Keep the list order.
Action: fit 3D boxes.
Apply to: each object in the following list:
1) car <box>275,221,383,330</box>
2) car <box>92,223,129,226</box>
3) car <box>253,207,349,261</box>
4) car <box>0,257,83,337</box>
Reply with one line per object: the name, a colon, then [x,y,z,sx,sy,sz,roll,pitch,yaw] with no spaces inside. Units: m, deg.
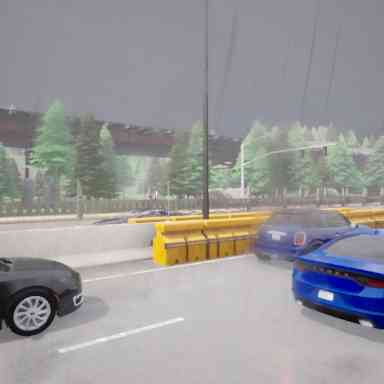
car: [4.124,1.478,6.695,5.008,1.535,1.882,0,0,-36]
car: [-2.251,1.492,15.293,4.902,1.511,2.128,0,0,-36]
car: [4.216,1.352,11.062,4.553,1.767,2.097,0,0,-36]
car: [-4.202,1.505,5.049,4.892,1.490,1.837,0,0,-35]
